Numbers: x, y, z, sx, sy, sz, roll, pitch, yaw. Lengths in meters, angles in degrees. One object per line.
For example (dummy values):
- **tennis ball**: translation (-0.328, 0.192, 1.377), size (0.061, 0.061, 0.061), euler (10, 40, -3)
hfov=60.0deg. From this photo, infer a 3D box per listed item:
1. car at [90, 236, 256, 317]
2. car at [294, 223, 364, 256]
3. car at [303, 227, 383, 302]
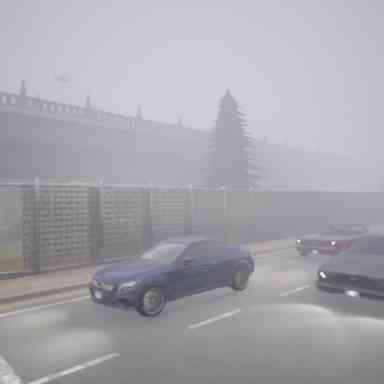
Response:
- **car**: translation (-0.241, 1.909, 8.529), size (4.674, 1.442, 1.812), euler (1, -3, -42)
- **car**: translation (6.482, 2.088, 14.665), size (4.718, 1.301, 1.895), euler (1, -3, -42)
- **car**: translation (5.357, 1.813, 8.907), size (5.357, 1.411, 2.033), euler (1, -3, -42)
